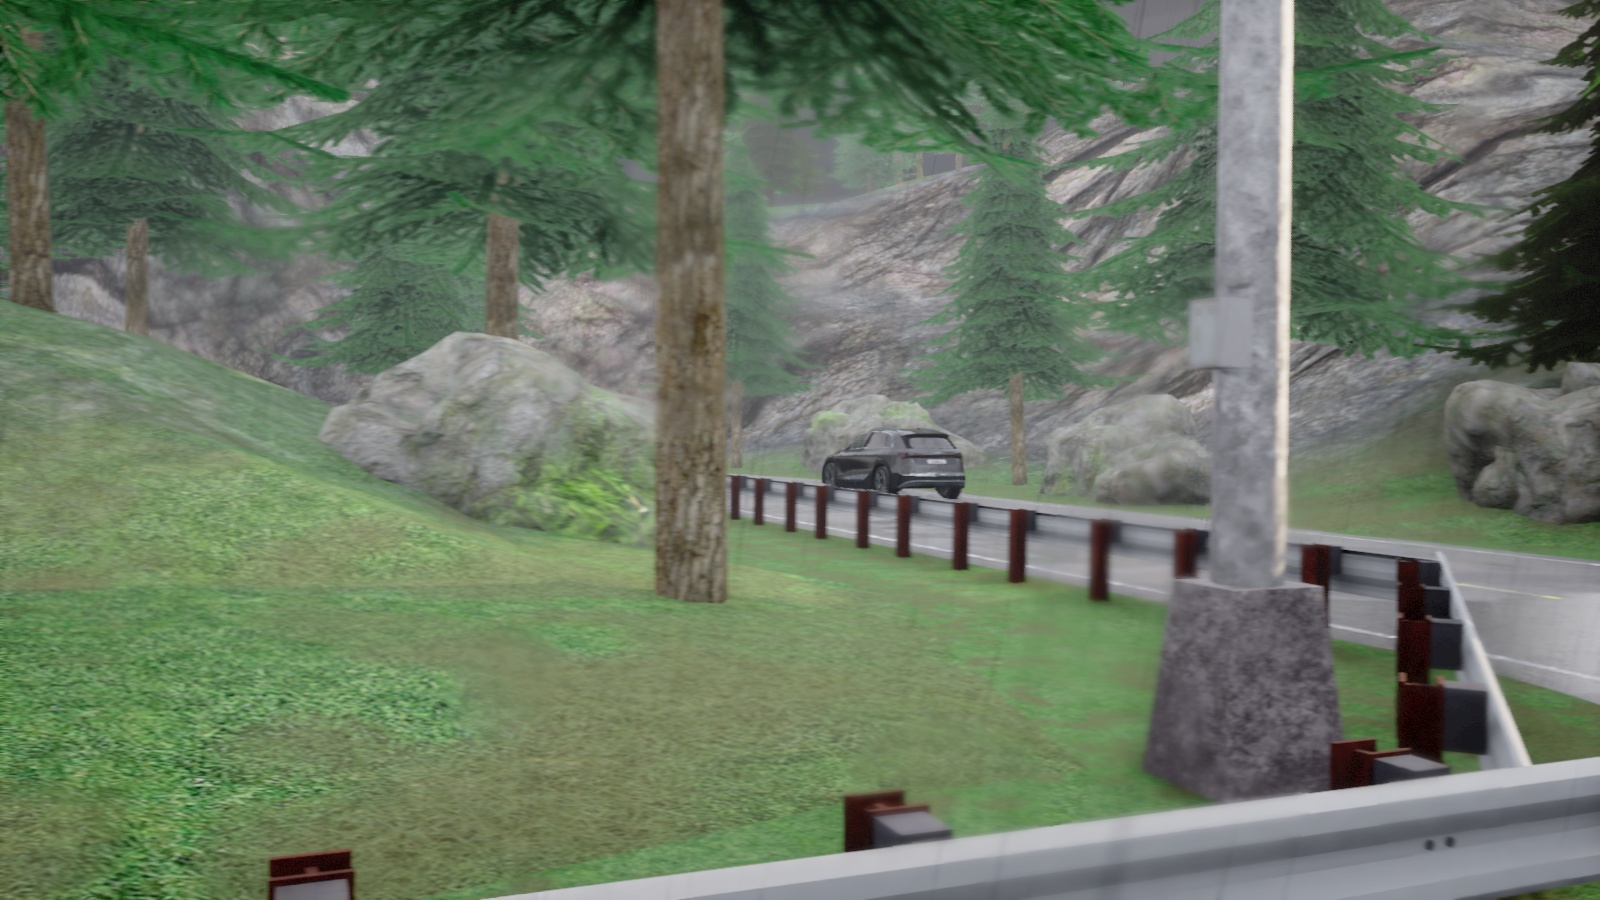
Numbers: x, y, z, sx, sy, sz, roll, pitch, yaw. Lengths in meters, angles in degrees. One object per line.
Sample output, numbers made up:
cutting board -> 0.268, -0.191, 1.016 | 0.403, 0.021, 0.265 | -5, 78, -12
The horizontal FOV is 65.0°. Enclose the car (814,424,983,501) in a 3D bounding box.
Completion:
car -> 2.210, 0.231, 29.801 | 2.033, 1.649, 4.856 | -1, 1, -22
